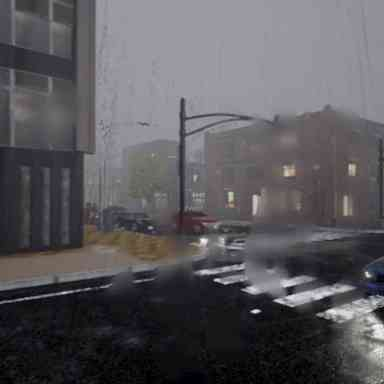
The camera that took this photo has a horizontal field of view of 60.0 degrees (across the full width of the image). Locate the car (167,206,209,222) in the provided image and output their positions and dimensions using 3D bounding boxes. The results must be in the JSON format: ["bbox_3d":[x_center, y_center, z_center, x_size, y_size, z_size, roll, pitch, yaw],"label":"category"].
[{"bbox_3d":[-0.501,2.208,34.028,2.008,1.369,4.403,-1,0,-37],"label":"car"}]

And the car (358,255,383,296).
[{"bbox_3d":[6.193,1.695,7.981,5.357,1.411,2.033,1,-1,-35],"label":"car"}]

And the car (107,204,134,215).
[{"bbox_3d":[-10.086,2.450,46.672,2.008,1.369,4.403,-1,0,-37],"label":"car"}]

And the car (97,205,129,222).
[{"bbox_3d":[-7.457,2.163,33.474,1.882,1.535,5.008,0,-1,-37],"label":"car"}]

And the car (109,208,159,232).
[{"bbox_3d":[-4.118,2.096,24.433,1.947,1.339,4.313,-1,0,-37],"label":"car"}]

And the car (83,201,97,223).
[{"bbox_3d":[-10.286,2.004,32.737,2.192,1.841,5.009,-1,0,-37],"label":"car"}]

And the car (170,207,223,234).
[{"bbox_3d":[0.177,2.015,23.259,1.812,1.442,4.674,0,-1,-35],"label":"car"}]
